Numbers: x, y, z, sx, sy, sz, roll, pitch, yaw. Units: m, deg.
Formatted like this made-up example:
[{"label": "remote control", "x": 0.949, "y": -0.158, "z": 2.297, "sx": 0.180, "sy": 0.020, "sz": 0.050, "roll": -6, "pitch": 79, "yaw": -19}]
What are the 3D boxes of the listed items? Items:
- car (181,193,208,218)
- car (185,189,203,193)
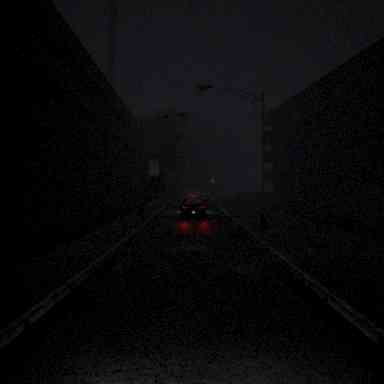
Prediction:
[{"label": "car", "x": 0.107, "y": 1.124, "z": 25.196, "sx": 1.812, "sy": 1.442, "sz": 4.674, "roll": 0, "pitch": 2, "yaw": 0}, {"label": "car", "x": 0.112, "y": 0.369, "z": 42.769, "sx": 1.882, "sy": 1.535, "sz": 5.008, "roll": 0, "pitch": 2, "yaw": 0}]
